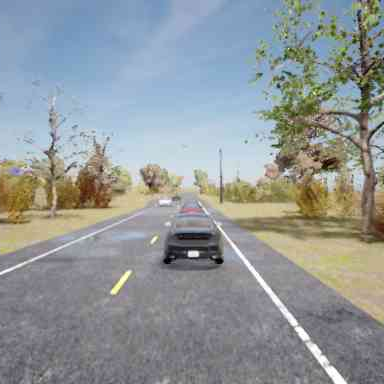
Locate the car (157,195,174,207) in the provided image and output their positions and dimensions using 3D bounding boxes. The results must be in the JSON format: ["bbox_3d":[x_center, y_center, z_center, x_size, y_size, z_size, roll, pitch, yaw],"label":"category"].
[{"bbox_3d":[-3.986,1.472,49.833,1.812,1.442,4.674,0,0,-3],"label":"car"}]

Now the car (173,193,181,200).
[{"bbox_3d":[-3.891,1.097,86.981,2.097,1.767,4.553,0,0,0],"label":"car"}]

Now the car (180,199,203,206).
[{"bbox_3d":[-0.004,1.545,27.394,1.994,1.385,4.181,0,0,0],"label":"car"}]

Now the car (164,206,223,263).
[{"bbox_3d":[0.054,1.498,11.905,1.837,1.490,4.892,0,1,0],"label":"car"}]

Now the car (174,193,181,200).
[{"bbox_3d":[-3.738,1.217,79.697,2.128,1.511,4.902,0,0,-2],"label":"car"}]
